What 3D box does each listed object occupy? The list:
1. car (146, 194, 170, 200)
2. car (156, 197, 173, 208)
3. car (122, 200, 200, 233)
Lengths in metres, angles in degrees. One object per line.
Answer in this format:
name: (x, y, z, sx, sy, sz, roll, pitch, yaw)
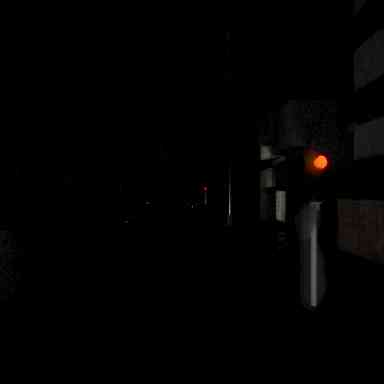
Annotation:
car: (-4.154, 1.221, 39.647, 2.150, 2.045, 5.566, 0, 0, 0)
car: (-4.141, 1.547, 50.291, 2.033, 1.411, 5.357, 0, 0, 0)
car: (-1.729, 1.478, 19.819, 5.008, 1.535, 1.882, 0, 2, -41)
